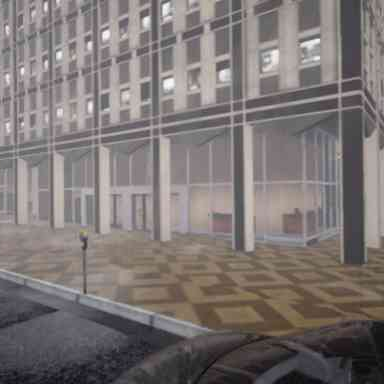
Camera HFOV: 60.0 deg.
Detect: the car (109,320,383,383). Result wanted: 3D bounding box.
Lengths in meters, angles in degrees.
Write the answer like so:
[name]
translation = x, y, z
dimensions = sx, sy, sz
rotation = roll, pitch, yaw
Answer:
[car]
translation = 1.247, 1.566, 2.001
dimensions = 4.313, 1.339, 1.947
rotation = 0, -1, 36
